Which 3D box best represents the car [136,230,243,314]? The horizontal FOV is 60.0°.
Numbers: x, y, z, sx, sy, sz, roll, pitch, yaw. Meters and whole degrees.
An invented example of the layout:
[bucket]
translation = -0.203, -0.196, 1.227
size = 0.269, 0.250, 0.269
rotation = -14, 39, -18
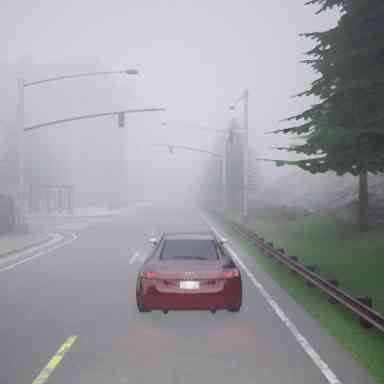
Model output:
[car]
translation = -0.077, 1.561, 7.696
size = 1.994, 1.385, 4.181
rotation = 0, 0, -1
